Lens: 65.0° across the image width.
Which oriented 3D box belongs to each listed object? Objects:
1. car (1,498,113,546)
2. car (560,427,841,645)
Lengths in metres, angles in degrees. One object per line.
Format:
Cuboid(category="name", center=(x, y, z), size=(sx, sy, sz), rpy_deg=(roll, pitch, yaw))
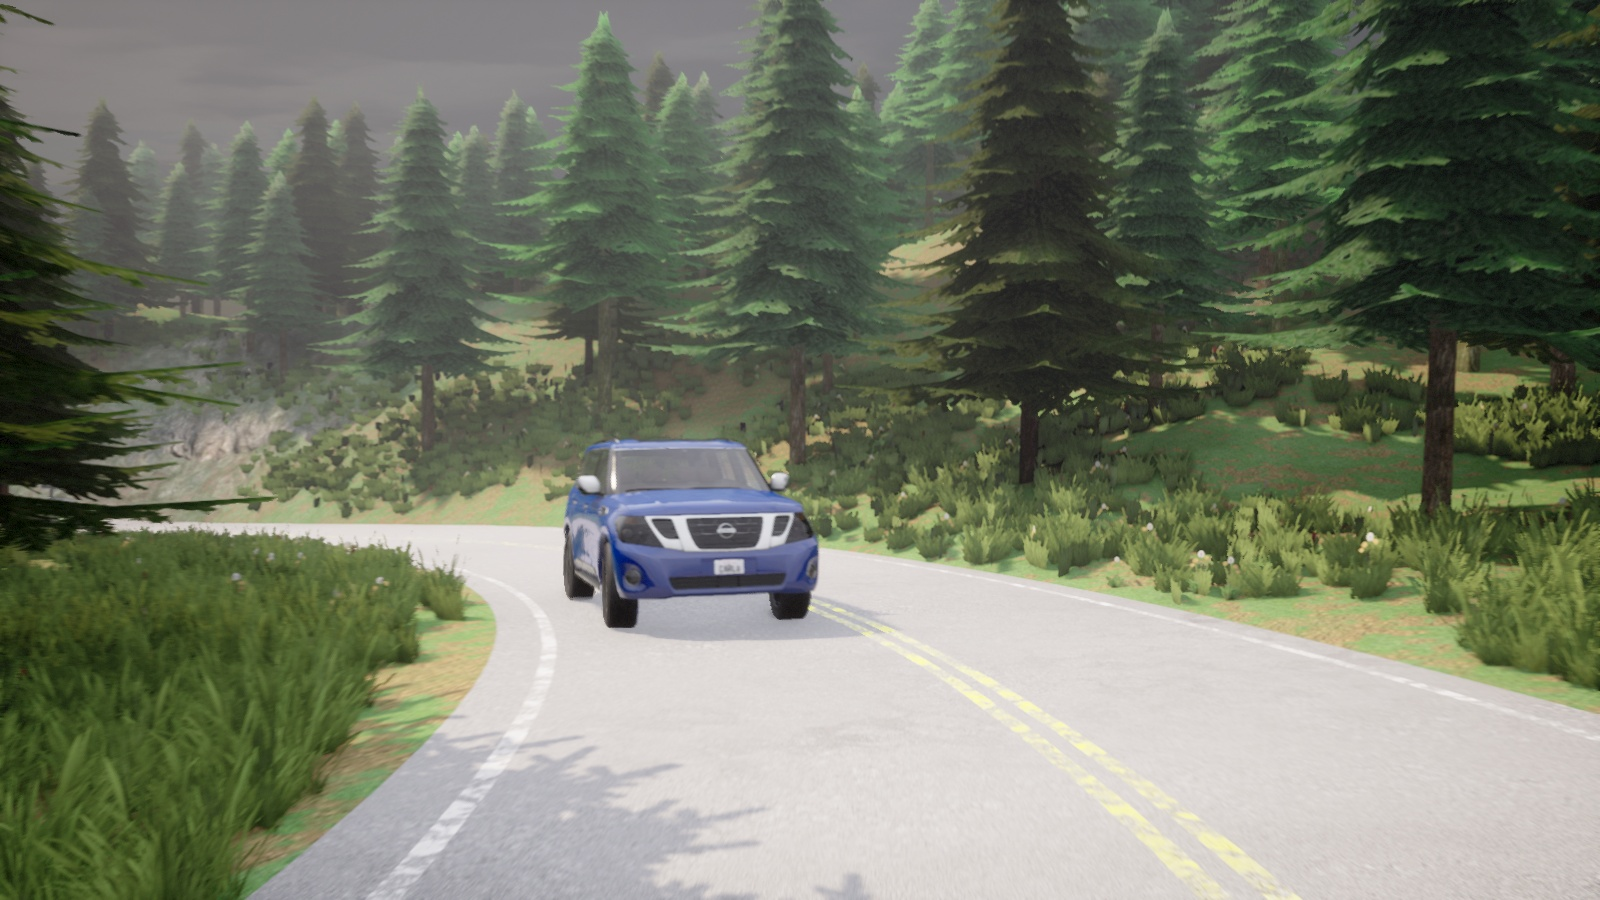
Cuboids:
Cuboid(category="car", center=(-29.381, 2.854, 49.621), size=(4.514, 1.525, 2.007), rpy_deg=(-4, 0, 34))
Cuboid(category="car", center=(-1.449, 0.880, 14.923), size=(2.150, 2.045, 5.566), rpy_deg=(-1, -1, -17))
